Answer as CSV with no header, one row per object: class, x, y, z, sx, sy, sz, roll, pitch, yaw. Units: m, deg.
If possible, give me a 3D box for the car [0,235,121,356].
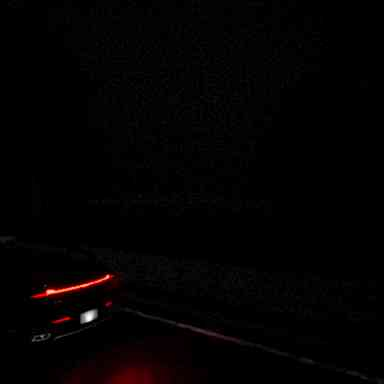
car,-3.437,1.565,6.130,4.892,1.490,1.837,-1,-1,35
